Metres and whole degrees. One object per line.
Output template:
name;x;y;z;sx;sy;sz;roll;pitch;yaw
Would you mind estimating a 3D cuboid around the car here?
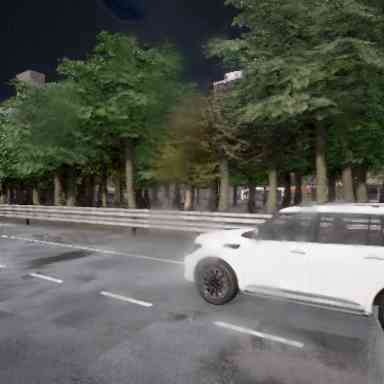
car;2.473;1.223;6.403;5.566;2.045;2.150;0;0;36
